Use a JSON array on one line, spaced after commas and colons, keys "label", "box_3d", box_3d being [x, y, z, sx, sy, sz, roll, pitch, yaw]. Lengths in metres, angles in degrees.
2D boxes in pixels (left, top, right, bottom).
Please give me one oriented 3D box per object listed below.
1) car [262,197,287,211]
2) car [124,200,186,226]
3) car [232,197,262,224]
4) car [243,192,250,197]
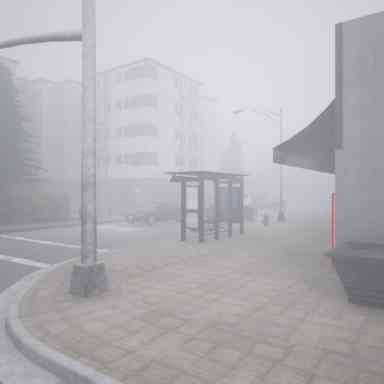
[{"label": "car", "box_3d": [9.456, 1.301, 38.604, 1.882, 1.535, 5.008, 0, 0, 36]}, {"label": "car", "box_3d": [-2.368, 1.328, 22.203, 1.837, 1.490, 4.892, 0, 0, 36]}, {"label": "car", "box_3d": [2.815, 1.328, 23.067, 1.837, 1.490, 4.892, 0, 0, 36]}, {"label": "car", "box_3d": [3.515, 1.045, 30.387, 2.150, 2.045, 5.566, 0, 0, 36]}]
